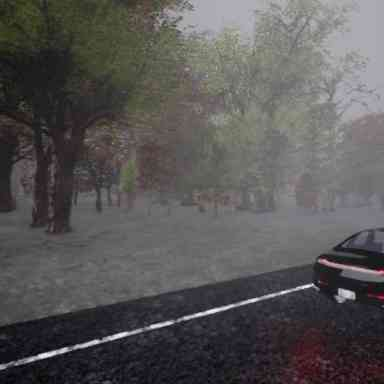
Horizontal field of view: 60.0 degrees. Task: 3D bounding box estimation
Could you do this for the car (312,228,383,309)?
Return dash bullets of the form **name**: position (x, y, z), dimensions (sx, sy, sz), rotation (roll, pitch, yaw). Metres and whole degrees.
- **car**: position (4.580, 1.511, 7.014), dimensions (4.902, 1.511, 2.128), rotation (0, 0, -35)
